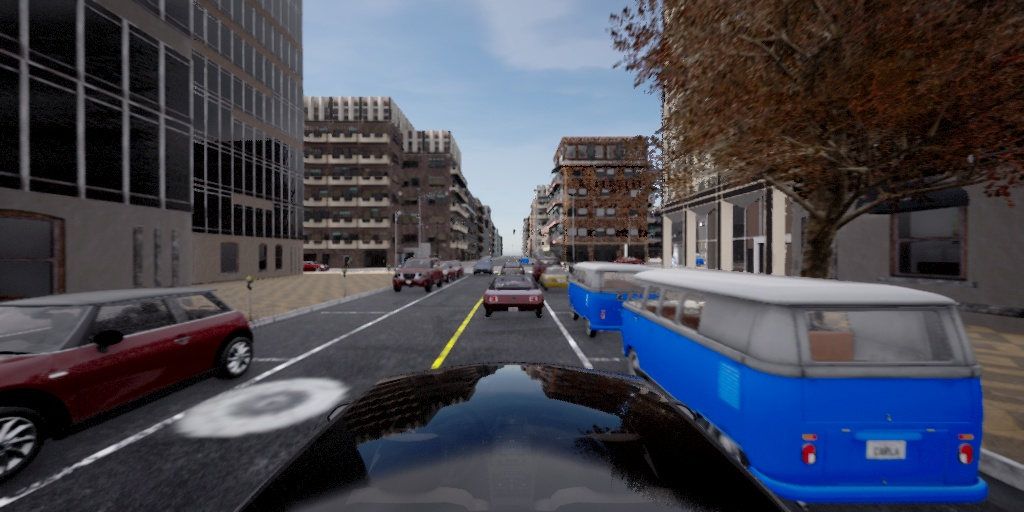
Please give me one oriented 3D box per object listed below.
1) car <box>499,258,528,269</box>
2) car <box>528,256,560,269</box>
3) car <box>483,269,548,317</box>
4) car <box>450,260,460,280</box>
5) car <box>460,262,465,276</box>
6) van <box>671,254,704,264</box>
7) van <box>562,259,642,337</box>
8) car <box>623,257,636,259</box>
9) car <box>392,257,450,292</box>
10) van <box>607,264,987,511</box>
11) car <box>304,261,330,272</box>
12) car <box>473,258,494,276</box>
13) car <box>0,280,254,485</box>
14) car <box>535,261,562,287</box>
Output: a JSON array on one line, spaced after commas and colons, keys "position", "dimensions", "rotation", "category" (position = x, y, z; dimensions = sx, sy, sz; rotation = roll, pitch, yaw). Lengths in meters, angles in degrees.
[{"position": [0.071, 1.157, 29.040], "dimensions": [2.128, 1.511, 4.902], "rotation": [0, 0, 0], "category": "car"}, {"position": [2.569, 0.989, 26.499], "dimensions": [2.192, 1.841, 5.009], "rotation": [0, 0, 0], "category": "car"}, {"position": [0.063, 1.317, 13.023], "dimensions": [1.895, 1.301, 4.718], "rotation": [0, 0, 0], "category": "car"}, {"position": [-5.311, 1.114, 26.501], "dimensions": [1.967, 1.591, 4.097], "rotation": [0, 0, 0], "category": "car"}, {"position": [-5.401, 1.096, 32.044], "dimensions": [1.967, 1.591, 4.097], "rotation": [0, 0, 0], "category": "car"}, {"position": [22.969, 0.615, 47.053], "dimensions": [3.998, 1.789, 1.690], "rotation": [0, 0, 0], "category": "van"}, {"position": [2.566, 1.066, 9.857], "dimensions": [1.690, 1.789, 3.998], "rotation": [0, 0, 0], "category": "van"}, {"position": [17.609, 0.864, 54.933], "dimensions": [4.507, 1.381, 1.888], "rotation": [0, 0, 0], "category": "car"}, {"position": [-5.312, 1.006, 20.953], "dimensions": [2.192, 1.841, 5.009], "rotation": [0, 0, 0], "category": "car"}, {"position": [2.565, 1.083, 4.309], "dimensions": [1.690, 1.789, 3.998], "rotation": [0, 0, 0], "category": "van"}, {"position": [-26.150, 1.385, 47.045], "dimensions": [4.097, 1.591, 1.967], "rotation": [0, 0, 0], "category": "car"}, {"position": [-2.785, 1.191, 36.178], "dimensions": [2.033, 1.411, 5.357], "rotation": [0, 0, 1], "category": "car"}, {"position": [-5.315, 1.182, 4.311], "dimensions": [1.967, 1.591, 4.097], "rotation": [0, 0, 0], "category": "car"}, {"position": [2.568, 1.217, 21.122], "dimensions": [1.751, 1.417, 4.829], "rotation": [0, 0, 0], "category": "car"}]
